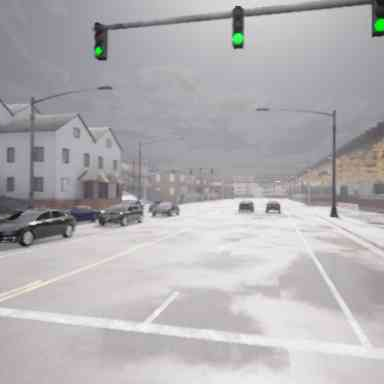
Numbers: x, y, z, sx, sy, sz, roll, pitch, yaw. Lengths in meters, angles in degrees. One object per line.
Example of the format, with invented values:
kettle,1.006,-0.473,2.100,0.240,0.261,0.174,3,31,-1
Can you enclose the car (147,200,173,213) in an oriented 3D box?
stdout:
car,-4.049,1.806,43.022,1.812,1.442,4.674,0,0,15

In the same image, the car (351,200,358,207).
car,30.845,2.168,58.627,2.038,1.542,4.974,1,0,-22

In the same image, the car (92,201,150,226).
car,-5.126,1.640,24.642,1.837,1.490,4.892,0,0,14

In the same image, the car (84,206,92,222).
car,-8.703,1.705,24.777,1.895,1.301,4.718,0,0,14

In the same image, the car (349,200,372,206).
car,32.010,2.054,63.126,4.536,1.218,1.853,1,0,-32

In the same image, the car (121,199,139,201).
car,-6.483,1.540,33.519,2.097,1.767,4.553,0,0,14

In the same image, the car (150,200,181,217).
car,-2.601,1.758,34.615,1.812,1.442,4.674,0,0,15

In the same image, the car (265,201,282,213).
car,10.658,1.921,43.596,1.837,1.490,4.892,0,-2,15

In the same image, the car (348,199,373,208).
car,31.965,2.211,63.096,4.974,1.542,2.038,1,0,-32

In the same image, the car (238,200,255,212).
car,7.452,1.880,45.177,1.882,1.535,5.008,0,-1,15

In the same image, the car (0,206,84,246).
car,-7.399,1.554,15.671,1.837,1.490,4.892,0,0,14
